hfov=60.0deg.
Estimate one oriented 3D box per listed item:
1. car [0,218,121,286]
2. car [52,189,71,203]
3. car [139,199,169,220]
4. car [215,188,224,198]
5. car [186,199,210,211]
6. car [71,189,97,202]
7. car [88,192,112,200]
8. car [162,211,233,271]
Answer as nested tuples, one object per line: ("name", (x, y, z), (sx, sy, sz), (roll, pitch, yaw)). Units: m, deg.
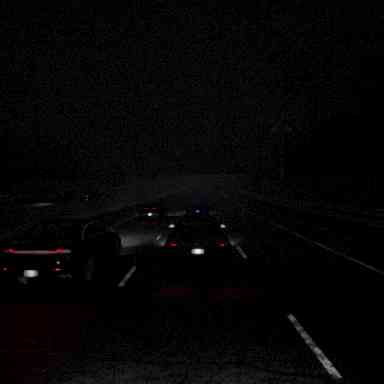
("car", (-3.336, 1.478, 9.354), (2.128, 1.511, 4.902), (0, 0, 1))
("car", (-19.833, 0.573, 52.170), (2.150, 2.045, 5.566), (0, 2, 3))
("car", (-3.042, 1.352, 26.888), (1.837, 1.490, 4.892), (0, 1, 1))
("car", (5.537, 0.460, 67.627), (1.895, 1.301, 4.718), (0, 2, 3))
("car", (0.499, 1.305, 28.452), (1.882, 1.535, 5.008), (0, 1, 1))
("car", (-16.346, 0.580, 51.870), (2.150, 2.045, 5.566), (0, 2, 3))
("car", (-13.003, 1.007, 48.439), (1.994, 1.385, 4.181), (0, 1, 3))
("car", (0.179, 1.547, 10.871), (1.994, 1.385, 4.181), (0, 0, 1))
